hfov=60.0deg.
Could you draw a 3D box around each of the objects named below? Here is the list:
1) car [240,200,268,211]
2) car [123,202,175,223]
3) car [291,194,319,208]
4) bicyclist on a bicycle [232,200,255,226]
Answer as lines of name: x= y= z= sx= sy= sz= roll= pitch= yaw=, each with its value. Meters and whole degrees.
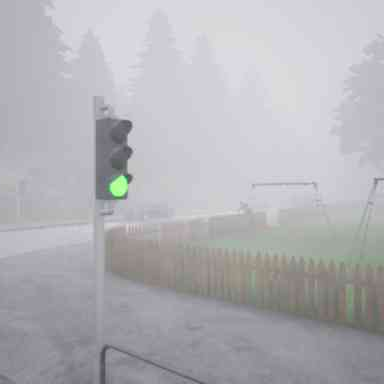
car: x=7.943 y=1.649 z=42.413 sx=1.895 sy=1.301 sz=4.718 roll=0 pitch=0 yaw=36
car: x=-3.371 y=1.553 z=26.660 sx=1.837 sy=1.490 sz=4.892 roll=0 pitch=0 yaw=36
car: x=15.487 y=1.260 z=45.600 sx=2.150 sy=2.045 sz=5.566 roll=0 pitch=0 yaw=40
bicyclist on a bicycle: x=3.290 y=1.375 z=21.540 sx=1.656 sy=1.620 sz=0.582 roll=-1 pitch=0 yaw=36
